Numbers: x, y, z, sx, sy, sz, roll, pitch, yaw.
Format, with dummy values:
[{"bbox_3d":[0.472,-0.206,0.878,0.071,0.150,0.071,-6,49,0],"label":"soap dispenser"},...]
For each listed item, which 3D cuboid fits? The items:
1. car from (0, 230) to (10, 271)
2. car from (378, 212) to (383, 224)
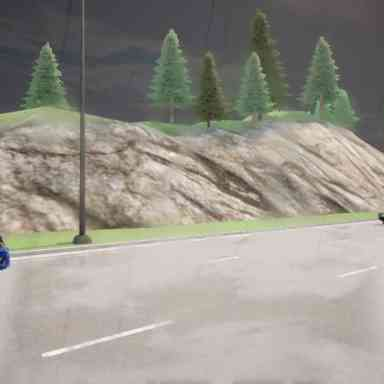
[{"bbox_3d":[-7.142,1.221,7.239,5.566,2.045,2.150,0,0,-36],"label":"car"},{"bbox_3d":[14.959,1.601,23.075,4.718,1.301,1.895,0,0,-36],"label":"car"}]
